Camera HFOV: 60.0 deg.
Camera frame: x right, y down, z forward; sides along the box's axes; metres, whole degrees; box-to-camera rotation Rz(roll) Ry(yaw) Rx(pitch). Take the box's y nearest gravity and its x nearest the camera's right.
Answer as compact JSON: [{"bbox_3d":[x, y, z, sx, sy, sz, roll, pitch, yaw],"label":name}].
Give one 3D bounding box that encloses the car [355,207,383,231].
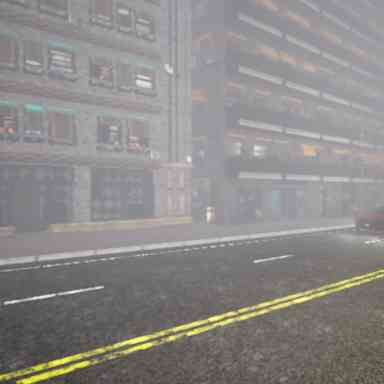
[{"bbox_3d":[12.096,1.653,20.750,5.008,1.535,1.882,0,0,-37],"label":"car"}]
